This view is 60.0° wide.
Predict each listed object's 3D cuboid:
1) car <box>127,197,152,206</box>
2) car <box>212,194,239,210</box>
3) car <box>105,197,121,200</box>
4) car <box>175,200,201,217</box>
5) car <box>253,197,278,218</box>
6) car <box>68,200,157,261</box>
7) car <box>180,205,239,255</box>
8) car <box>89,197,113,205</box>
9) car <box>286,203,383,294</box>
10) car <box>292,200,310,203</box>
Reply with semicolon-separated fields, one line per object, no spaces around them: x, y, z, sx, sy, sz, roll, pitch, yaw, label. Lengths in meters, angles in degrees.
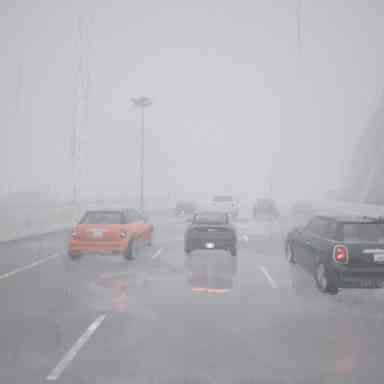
-8.722;1.520;55.779;2.033;1.411;5.357;0;0;18;car
3.051;1.222;30.200;2.150;2.045;5.566;0;0;11;car
-12.345;1.491;55.894;1.812;1.442;4.674;0;0;18;car
-0.322;1.498;31.060;1.837;1.490;4.892;0;0;10;car
6.740;1.359;30.735;2.097;1.767;4.553;0;0;11;car
-2.783;1.344;12.477;2.097;1.767;4.553;0;0;4;car
0.782;1.504;13.363;1.837;1.490;4.892;0;0;4;car
-15.598;1.523;57.225;1.994;1.385;4.181;0;0;18;car
3.974;1.358;8.907;2.097;1.767;4.553;0;0;3;car
10.659;1.492;32.530;1.882;1.535;5.008;0;0;12;car
